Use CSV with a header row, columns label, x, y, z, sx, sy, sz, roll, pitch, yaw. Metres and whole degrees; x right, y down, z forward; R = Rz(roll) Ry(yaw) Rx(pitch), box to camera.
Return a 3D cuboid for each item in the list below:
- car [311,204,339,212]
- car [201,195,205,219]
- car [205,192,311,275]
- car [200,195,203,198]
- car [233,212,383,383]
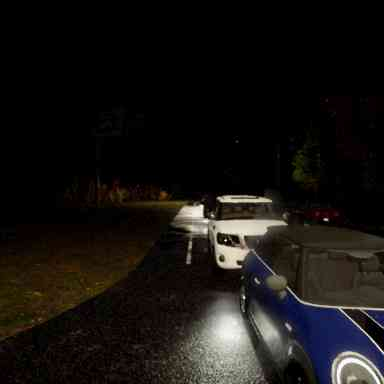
label,x,y,z,sx,sy,sz,roll,pitch,yaw
car,8.799,1.474,23.893,1.895,1.301,4.718,0,0,1
car,1.871,1.329,27.894,1.882,1.535,5.008,0,0,1
car,1.654,1.160,10.552,2.150,2.045,5.566,0,0,1
car,2.317,1.224,53.976,1.837,1.490,4.892,0,0,2
car,1.932,1.338,4.208,2.097,1.767,4.553,0,0,-1
